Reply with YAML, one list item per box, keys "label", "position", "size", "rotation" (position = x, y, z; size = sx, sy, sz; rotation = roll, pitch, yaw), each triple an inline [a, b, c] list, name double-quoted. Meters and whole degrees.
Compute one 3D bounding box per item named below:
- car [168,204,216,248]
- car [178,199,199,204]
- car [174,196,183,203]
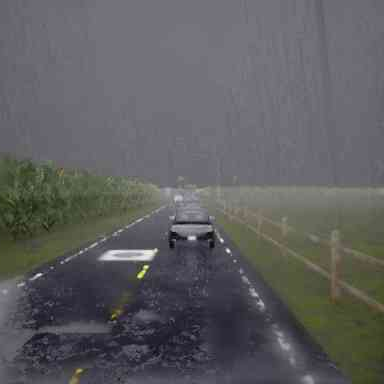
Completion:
- label: "car"
  position: [0.000, 1.488, 14.653]
  size: [2.128, 1.511, 4.902]
  rotation: [0, 0, 0]
- label: "car"
  position: [0.000, 1.555, 29.655]
  size: [1.994, 1.385, 4.181]
  rotation: [0, 0, 0]
- label: "car"
  position: [-2.751, 1.465, 68.904]
  size: [1.812, 1.442, 4.674]
  rotation: [0, 0, 0]
